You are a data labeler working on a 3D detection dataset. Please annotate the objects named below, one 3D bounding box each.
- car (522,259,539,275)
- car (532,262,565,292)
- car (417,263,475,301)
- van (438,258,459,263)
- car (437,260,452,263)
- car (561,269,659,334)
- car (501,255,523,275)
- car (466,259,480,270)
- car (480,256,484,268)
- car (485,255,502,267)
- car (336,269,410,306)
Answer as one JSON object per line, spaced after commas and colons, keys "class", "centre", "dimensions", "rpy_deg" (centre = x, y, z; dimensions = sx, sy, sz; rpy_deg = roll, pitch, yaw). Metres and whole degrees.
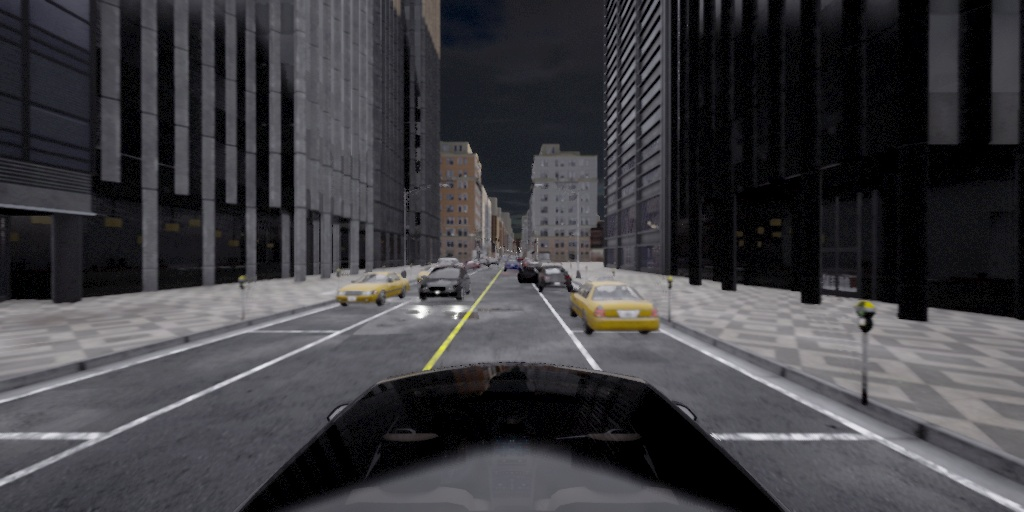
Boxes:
{"class": "car", "centre": [2.675, 1.266, 44.027], "dimensions": [2.007, 1.370, 4.403], "rpy_deg": [0, 0, 0]}
{"class": "car", "centre": [2.356, 1.269, 20.933], "dimensions": [1.812, 1.442, 4.674], "rpy_deg": [0, 0, 0]}
{"class": "car", "centre": [-3.095, 1.248, 17.273], "dimensions": [1.837, 1.490, 4.892], "rpy_deg": [0, 0, 0]}
{"class": "van", "centre": [-5.852, 1.074, 32.770], "dimensions": [1.690, 1.789, 3.998], "rpy_deg": [0, 0, 0]}
{"class": "car", "centre": [-5.854, 1.264, 26.958], "dimensions": [1.751, 1.417, 4.829], "rpy_deg": [0, 0, 0]}
{"class": "car", "centre": [2.674, 1.271, 10.395], "dimensions": [1.751, 1.417, 4.829], "rpy_deg": [0, 0, 1]}
{"class": "car", "centre": [0.063, 1.065, 46.060], "dimensions": [2.097, 1.767, 4.553], "rpy_deg": [0, 0, 0]}
{"class": "car", "centre": [-5.849, 1.285, 49.691], "dimensions": [1.802, 1.307, 4.207], "rpy_deg": [0, 0, 0]}
{"class": "car", "centre": [-5.849, 1.129, 55.332], "dimensions": [1.967, 1.591, 4.097], "rpy_deg": [0, 0, 0]}
{"class": "car", "centre": [-2.990, 0.986, 59.172], "dimensions": [1.837, 1.490, 4.892], "rpy_deg": [0, 0, 0]}
{"class": "car", "centre": [-5.859, 1.269, 15.642], "dimensions": [1.751, 1.417, 4.829], "rpy_deg": [0, 0, 1]}
